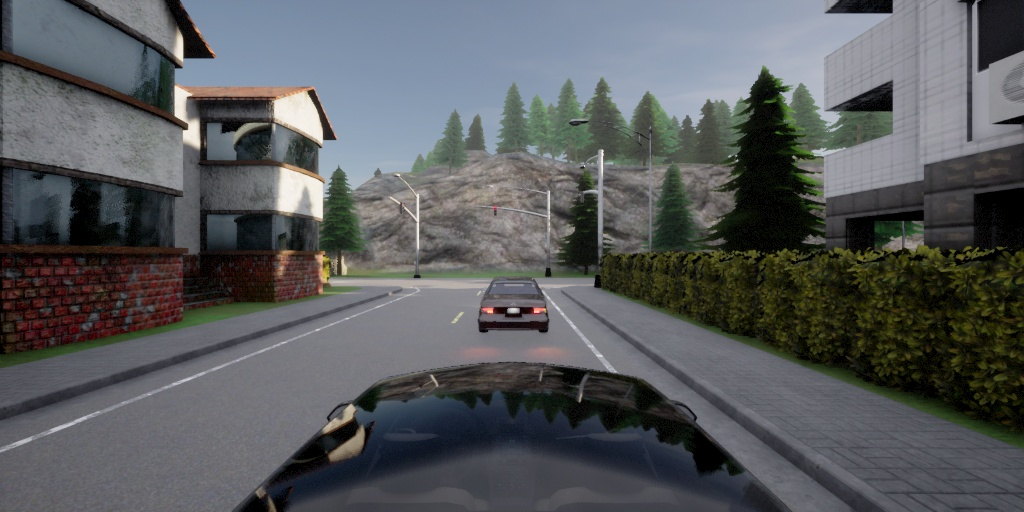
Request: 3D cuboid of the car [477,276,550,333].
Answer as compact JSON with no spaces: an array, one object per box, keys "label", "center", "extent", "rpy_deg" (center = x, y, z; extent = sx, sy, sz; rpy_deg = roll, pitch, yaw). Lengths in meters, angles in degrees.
[{"label":"car","center":[0.052,1.297,10.728],"extent":[2.033,1.411,5.357],"rpy_deg":[0,0,0]}]
